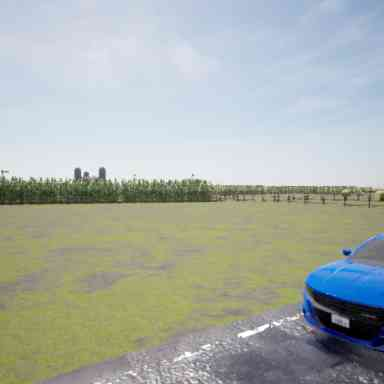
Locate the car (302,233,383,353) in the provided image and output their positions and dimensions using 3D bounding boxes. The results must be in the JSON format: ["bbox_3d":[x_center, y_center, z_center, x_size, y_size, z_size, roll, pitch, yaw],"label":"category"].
[{"bbox_3d":[4.045,1.477,5.976,5.008,1.535,1.882,0,0,-36],"label":"car"}]
